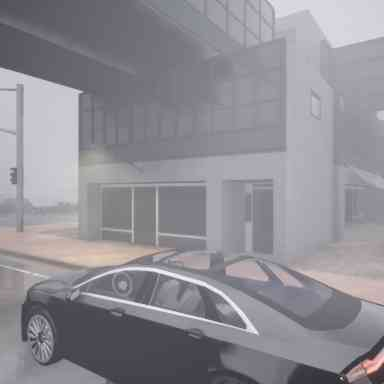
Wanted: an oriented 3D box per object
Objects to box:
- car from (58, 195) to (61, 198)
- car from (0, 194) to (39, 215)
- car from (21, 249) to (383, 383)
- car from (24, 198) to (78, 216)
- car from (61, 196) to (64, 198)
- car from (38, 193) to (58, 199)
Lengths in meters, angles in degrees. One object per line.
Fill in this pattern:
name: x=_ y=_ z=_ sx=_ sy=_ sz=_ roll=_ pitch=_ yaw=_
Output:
car: x=-28.886 y=1.363 z=71.739 sx=3.905 sy=1.438 sz=1.784 roll=0 pitch=0 yaw=35
car: x=-17.924 y=1.352 z=32.439 sx=2.097 sy=1.767 sz=4.553 roll=0 pitch=0 yaw=36
car: x=-0.235 y=1.492 z=4.160 sx=4.902 sy=1.511 sz=2.128 roll=0 pitch=0 yaw=35
car: x=-13.426 y=1.601 z=32.665 sx=1.895 sy=1.301 sz=4.718 roll=0 pitch=0 yaw=36
car: x=-12.587 y=1.477 z=39.671 sx=1.882 sy=1.535 sz=5.008 roll=0 pitch=0 yaw=37
car: x=-30.613 y=1.153 z=69.413 sx=4.605 sy=1.855 sz=1.932 roll=0 pitch=0 yaw=35
